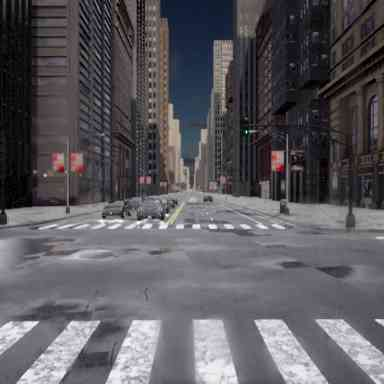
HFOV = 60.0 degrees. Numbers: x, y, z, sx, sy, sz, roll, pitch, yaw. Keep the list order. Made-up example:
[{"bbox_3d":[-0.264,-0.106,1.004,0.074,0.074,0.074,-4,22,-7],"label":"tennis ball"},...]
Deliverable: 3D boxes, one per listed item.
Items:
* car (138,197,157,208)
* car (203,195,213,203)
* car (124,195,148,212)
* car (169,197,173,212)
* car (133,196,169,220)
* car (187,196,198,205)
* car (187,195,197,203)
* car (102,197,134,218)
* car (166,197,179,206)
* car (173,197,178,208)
[{"bbox_3d":[-6.601,1.508,49.986,2.033,1.411,5.357,0,0,0],"label":"car"},{"bbox_3d":[3.333,1.424,69.864,1.837,1.490,4.892,0,0,0],"label":"car"},{"bbox_3d":[-6.607,1.325,39.690,2.097,1.767,4.553,0,0,0],"label":"car"},{"bbox_3d":[-3.360,1.501,36.419,1.812,1.442,4.674,0,0,0],"label":"car"},{"bbox_3d":[-3.297,1.336,27.635,2.097,1.767,4.553,0,0,-2],"label":"car"},{"bbox_3d":[0.081,1.472,58.297,1.812,1.442,4.674,0,0,0],"label":"car"},{"bbox_3d":[0.083,1.466,69.775,2.033,1.411,5.357,0,0,0],"label":"car"},{"bbox_3d":[-6.608,1.487,29.536,1.837,1.490,4.892,0,0,0],"label":"car"},{"bbox_3d":[-3.327,1.551,56.459,1.895,1.301,4.718,0,0,0],"label":"car"},{"bbox_3d":[-3.350,1.529,46.443,1.994,1.385,4.181,0,0,0],"label":"car"}]
